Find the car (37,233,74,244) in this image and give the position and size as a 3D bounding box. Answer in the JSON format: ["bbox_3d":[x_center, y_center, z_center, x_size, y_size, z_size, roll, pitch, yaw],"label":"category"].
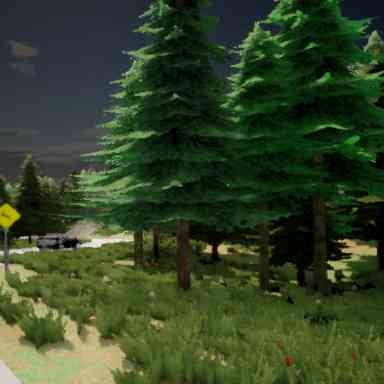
[{"bbox_3d":[-11.428,4.354,29.006,2.128,1.511,4.902,-1,-7,8],"label":"car"}]
